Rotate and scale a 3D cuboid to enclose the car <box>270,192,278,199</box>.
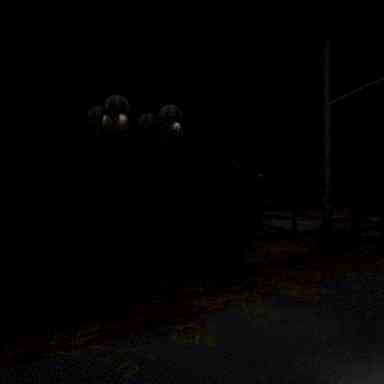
[{"bbox_3d":[21.953,0.965,88.677,1.905,1.878,3.866,6,3,11],"label":"car"}]
